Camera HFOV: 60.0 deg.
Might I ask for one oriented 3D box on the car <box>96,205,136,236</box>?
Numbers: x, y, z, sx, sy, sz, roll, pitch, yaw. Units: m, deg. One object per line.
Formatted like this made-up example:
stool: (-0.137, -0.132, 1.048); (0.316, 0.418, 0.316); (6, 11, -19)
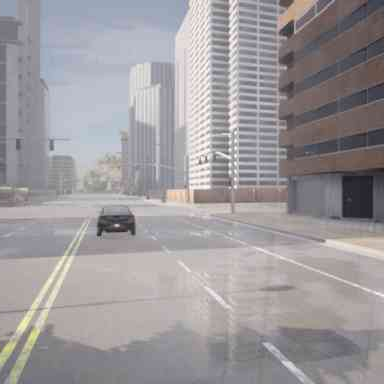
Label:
car: (-4.157, 1.429, 18.103); (1.882, 1.535, 5.008); (0, 0, -14)
